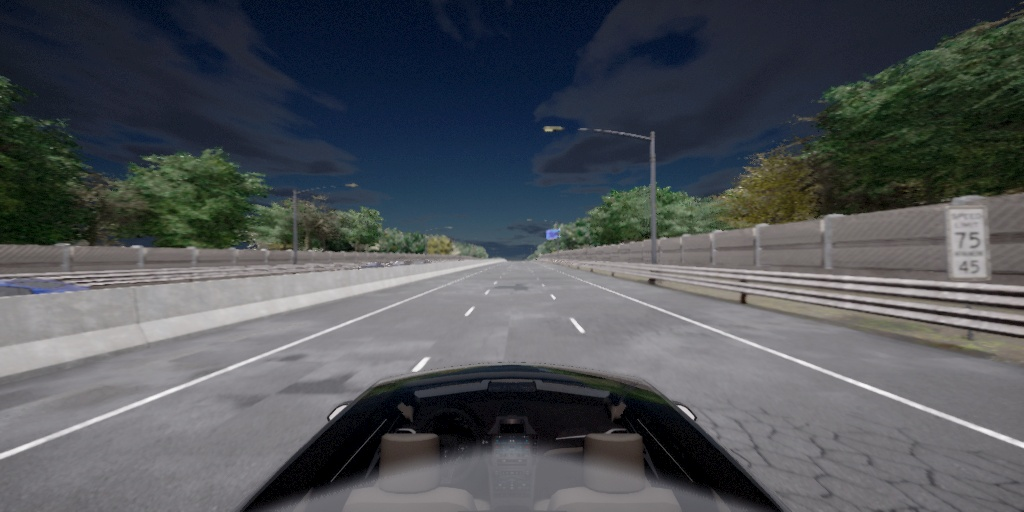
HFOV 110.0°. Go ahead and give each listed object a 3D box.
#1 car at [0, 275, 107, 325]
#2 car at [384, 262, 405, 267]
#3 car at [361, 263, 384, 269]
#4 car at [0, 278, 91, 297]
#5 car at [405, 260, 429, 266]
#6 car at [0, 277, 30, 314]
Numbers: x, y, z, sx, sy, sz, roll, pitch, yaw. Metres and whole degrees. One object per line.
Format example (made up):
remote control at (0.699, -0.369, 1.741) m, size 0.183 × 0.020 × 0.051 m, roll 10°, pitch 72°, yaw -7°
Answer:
car at (-17.433, 1.506, 12.252) m, size 1.812 × 1.442 × 4.674 m, roll -1°, pitch 0°, yaw 1°
car at (-16.539, 1.617, 53.149) m, size 2.033 × 1.411 × 5.357 m, roll -1°, pitch 0°, yaw 2°
car at (-20.062, 1.656, 52.343) m, size 2.033 × 1.411 × 5.357 m, roll -1°, pitch 0°, yaw 2°
car at (-14.011, 1.409, 8.715) m, size 1.882 × 1.535 × 5.008 m, roll -1°, pitch 0°, yaw 1°
car at (-13.102, 1.376, 51.260) m, size 2.097 × 1.767 × 4.553 m, roll -1°, pitch 0°, yaw 2°
car at (-20.938, 1.567, 12.116) m, size 2.033 × 1.411 × 5.357 m, roll -1°, pitch 0°, yaw 1°
